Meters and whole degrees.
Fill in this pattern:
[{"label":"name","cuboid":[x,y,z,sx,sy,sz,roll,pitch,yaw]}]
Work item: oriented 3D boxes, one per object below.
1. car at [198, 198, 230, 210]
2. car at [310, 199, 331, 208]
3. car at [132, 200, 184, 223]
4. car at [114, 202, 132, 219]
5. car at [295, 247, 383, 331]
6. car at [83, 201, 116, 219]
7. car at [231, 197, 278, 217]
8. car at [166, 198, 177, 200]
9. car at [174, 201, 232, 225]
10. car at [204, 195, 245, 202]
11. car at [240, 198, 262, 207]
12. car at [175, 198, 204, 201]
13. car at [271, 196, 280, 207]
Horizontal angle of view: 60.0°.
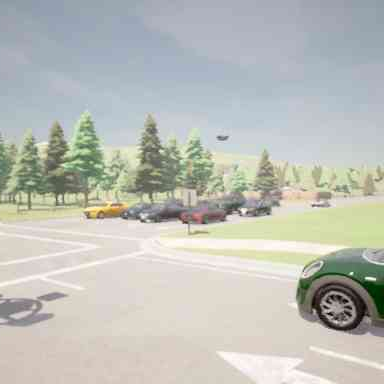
[{"label":"car","cuboid":[3.094,1.666,46.081,2.128,1.511,4.902,-1,0,36]},{"label":"car","cuboid":[19.569,1.698,50.717,1.895,1.301,4.718,-1,0,37]},{"label":"car","cuboid":[-2.289,1.651,26.914,1.812,1.442,4.674,-1,0,36]},{"label":"car","cuboid":[-4.465,1.715,29.853,1.994,1.385,4.181,-1,0,37]},{"label":"car","cuboid":[4.086,1.349,5.375,4.553,1.767,2.097,-1,0,36]},{"label":"car","cuboid":[-7.806,1.654,31.229,1.882,1.535,5.008,-1,0,36]},{"label":"car","cuboid":[6.204,1.591,32.575,2.128,1.511,4.902,-1,0,36]},{"label":"car","cuboid":[-2.318,1.527,38.712,2.097,1.767,4.553,-1,0,36]},{"label":"car","cuboid":[0.927,1.664,25.384,1.994,1.385,4.181,-1,0,36]},{"label":"car","cuboid":[3.964,1.347,35.442,2.150,2.045,5.566,-1,0,36]},{"label":"car","cuboid":[9.845,1.700,55.242,1.812,1.442,4.674,-1,0,36]},{"label":"car","cuboid":[0.611,1.655,36.786,1.837,1.490,4.892,-1,0,36]},{"label":"car","cuboid":[12.146,1.500,52.467,2.097,1.767,4.553,-1,0,37]}]
